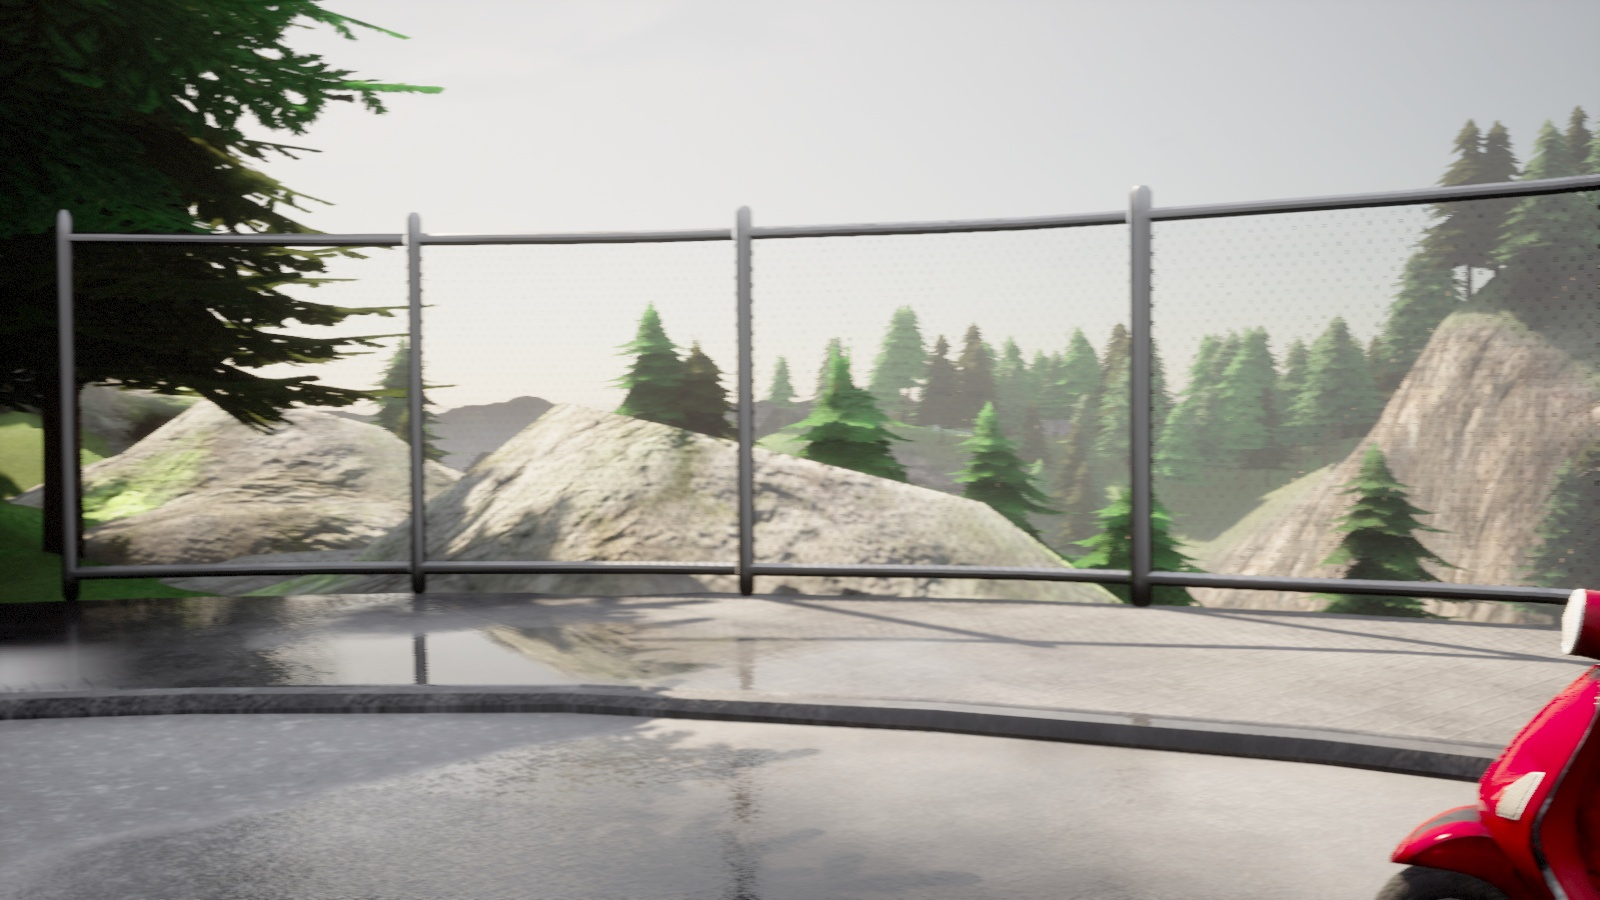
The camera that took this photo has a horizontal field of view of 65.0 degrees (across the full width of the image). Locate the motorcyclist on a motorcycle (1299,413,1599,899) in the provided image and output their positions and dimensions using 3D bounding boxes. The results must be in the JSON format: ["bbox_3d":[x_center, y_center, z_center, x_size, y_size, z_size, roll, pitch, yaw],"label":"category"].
[{"bbox_3d":[2.208,0.716,2.931,1.817,1.590,0.866,1,3,31],"label":"motorcyclist on a motorcycle"}]
